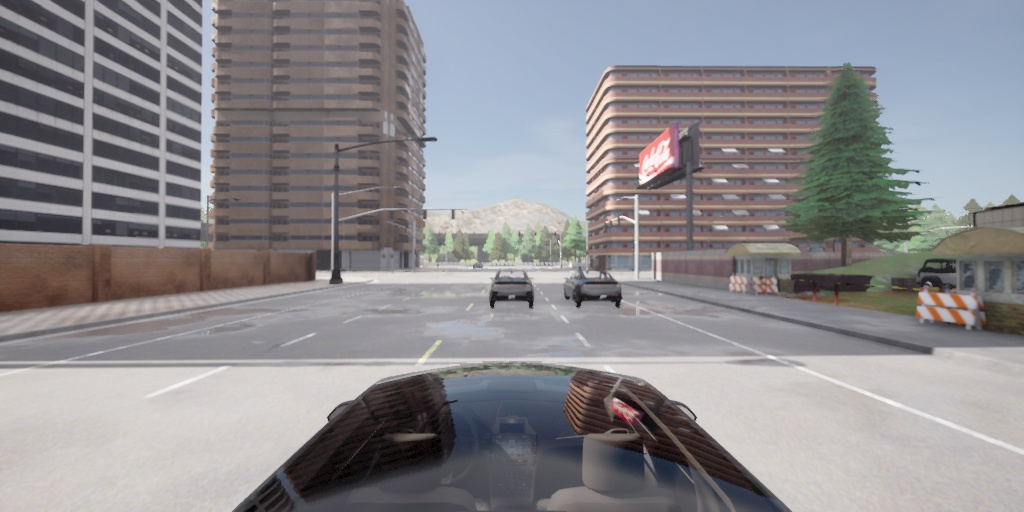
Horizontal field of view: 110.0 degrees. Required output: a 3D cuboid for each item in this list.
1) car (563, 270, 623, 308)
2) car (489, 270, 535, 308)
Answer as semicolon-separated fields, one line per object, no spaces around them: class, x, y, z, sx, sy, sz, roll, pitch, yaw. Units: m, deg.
car;3.491;1.377;16.154;2.128;1.511;4.902;0;0;0
car;-0.009;1.377;16.150;2.128;1.511;4.902;0;0;0
